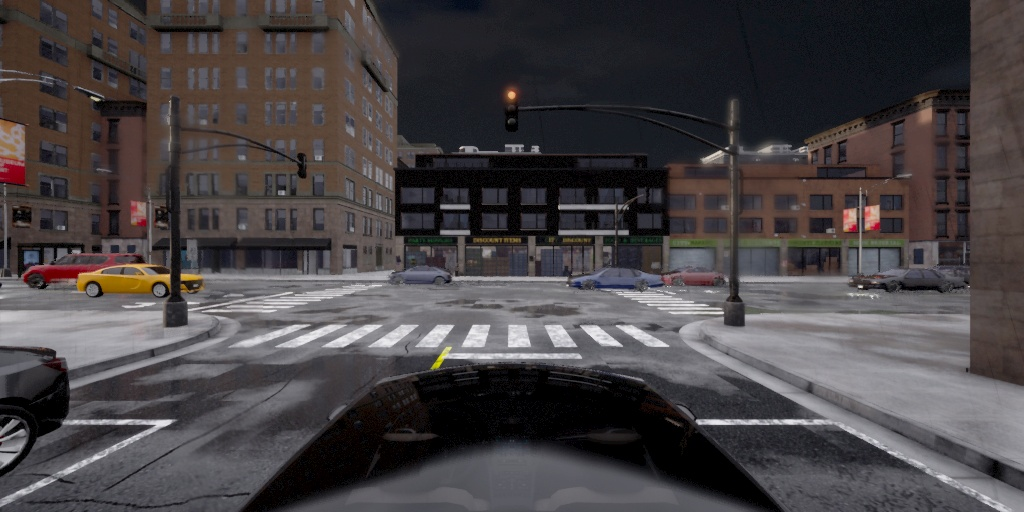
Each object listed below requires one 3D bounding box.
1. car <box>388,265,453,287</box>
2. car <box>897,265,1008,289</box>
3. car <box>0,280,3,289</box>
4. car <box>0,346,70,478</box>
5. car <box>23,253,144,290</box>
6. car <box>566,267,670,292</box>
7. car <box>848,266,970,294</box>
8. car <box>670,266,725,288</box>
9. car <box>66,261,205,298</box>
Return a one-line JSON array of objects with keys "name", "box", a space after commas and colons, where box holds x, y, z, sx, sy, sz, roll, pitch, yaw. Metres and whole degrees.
[{"name": "car", "box": [-6.097, 1.291, 24.114, 4.181, 1.385, 1.994, 0, 0, 0]}, {"name": "car", "box": [29.661, 1.402, 24.279, 4.902, 1.511, 2.128, 0, 0, 0]}, {"name": "car", "box": [-27.848, 1.150, 17.310, 4.674, 1.442, 1.812, 0, 0, 0]}, {"name": "car", "box": [-5.387, 1.316, 1.866, 1.948, 1.339, 4.313, 0, 0, 0]}, {"name": "car", "box": [-24.434, 0.863, 20.775, 5.566, 2.045, 2.150, 1, 0, 0]}, {"name": "car", "box": [5.924, 1.334, 20.920, 5.357, 1.411, 2.033, 0, 0, 0]}, {"name": "car", "box": [23.068, 1.423, 21.002, 5.357, 1.411, 2.033, 0, 0, 0]}, {"name": "car", "box": [11.974, 1.381, 24.198, 4.181, 1.385, 1.994, 0, 0, 0]}, {"name": "car", "box": [-17.782, 1.149, 17.356, 5.008, 1.535, 1.882, 0, 0, 0]}]
